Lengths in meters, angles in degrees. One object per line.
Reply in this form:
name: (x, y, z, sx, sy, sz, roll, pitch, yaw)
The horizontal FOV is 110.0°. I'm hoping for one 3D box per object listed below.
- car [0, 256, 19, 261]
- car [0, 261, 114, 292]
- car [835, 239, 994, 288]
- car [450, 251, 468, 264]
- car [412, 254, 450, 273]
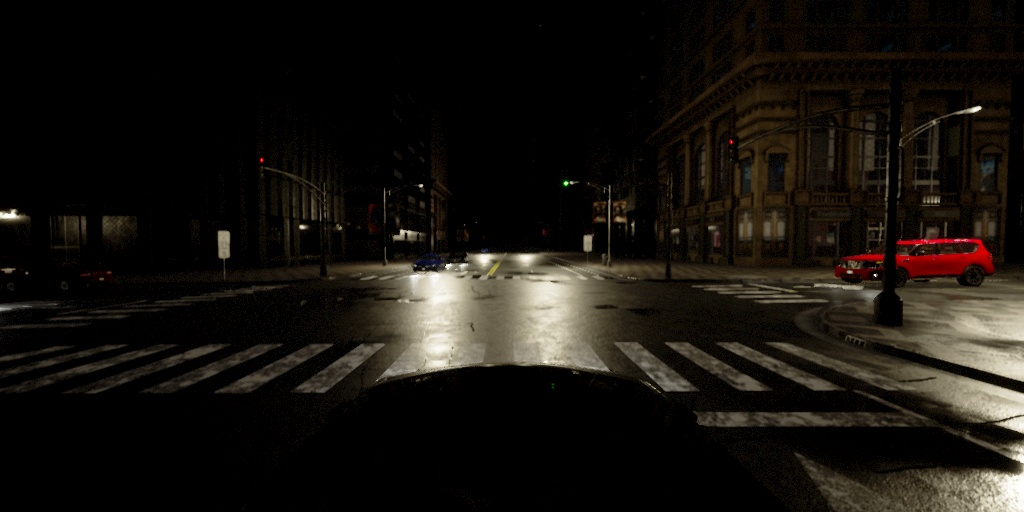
car: (-29.054, 0.947, 19.059, 5.009, 1.841, 2.192, 0, 0, 0)
car: (-23.967, 1.108, 19.038, 4.507, 1.381, 1.888, 0, 0, 0)
car: (18.078, 0.295, 16.251, 5.566, 2.045, 2.150, -2, 2, 0)
car: (-6.486, 0.115, 43.361, 1.882, 1.535, 5.008, 0, 3, 0)
car: (-6.485, 0.582, 28.633, 1.812, 1.442, 4.674, 0, 3, 0)
